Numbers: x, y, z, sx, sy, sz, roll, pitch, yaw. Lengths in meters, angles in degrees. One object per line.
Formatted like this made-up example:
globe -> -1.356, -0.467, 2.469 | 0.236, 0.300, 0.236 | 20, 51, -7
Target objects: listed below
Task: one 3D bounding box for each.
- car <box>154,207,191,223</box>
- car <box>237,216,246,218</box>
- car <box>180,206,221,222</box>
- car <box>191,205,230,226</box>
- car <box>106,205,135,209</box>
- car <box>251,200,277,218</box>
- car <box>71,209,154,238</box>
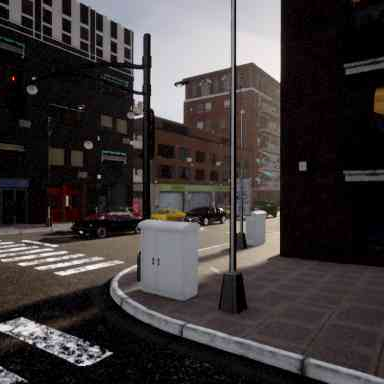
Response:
car -> -2.386, 1.944, 27.550 | 1.752, 1.417, 4.829 | -1, -2, 35
car -> 3.935, 2.153, 36.609 | 1.752, 1.417, 4.829 | -1, -2, 35
car -> 0.871, 2.092, 32.218 | 1.947, 1.339, 4.313 | -1, -2, 35
car -> 1.227, 1.981, 28.175 | 1.837, 1.490, 4.892 | 0, -1, 35
car -> -5.449, 1.758, 23.162 | 1.967, 1.590, 4.097 | -1, -2, 35
car -> 7.851, 1.918, 37.652 | 2.150, 2.045, 5.566 | 0, -1, 35
car -> -4.699, 1.881, 19.684 | 1.895, 1.301, 4.718 | 0, -1, 35
